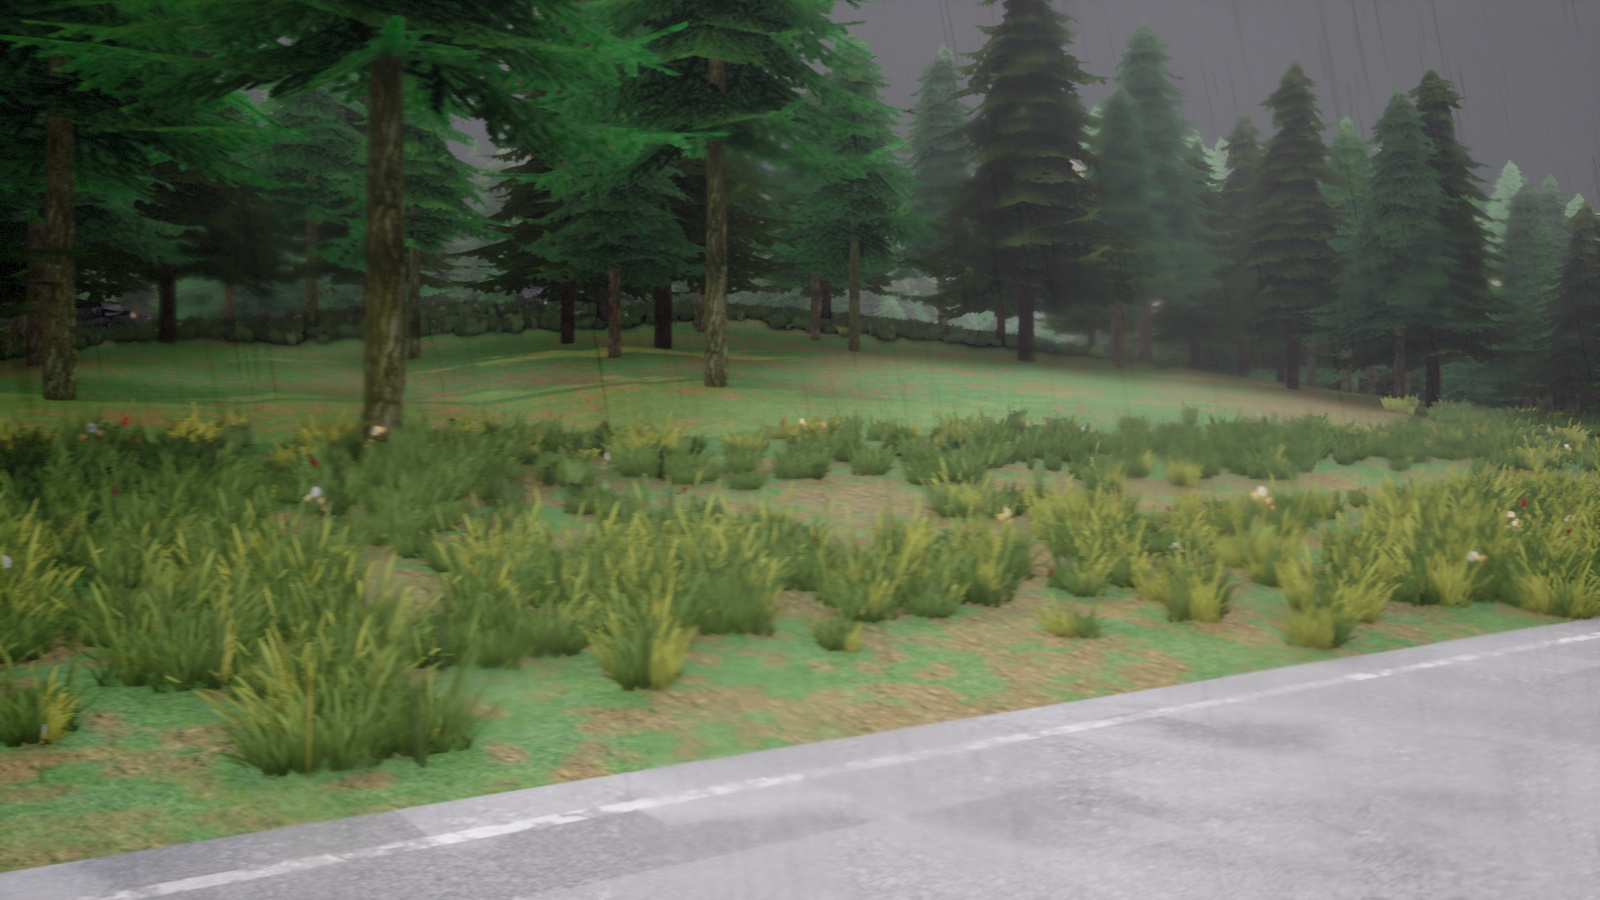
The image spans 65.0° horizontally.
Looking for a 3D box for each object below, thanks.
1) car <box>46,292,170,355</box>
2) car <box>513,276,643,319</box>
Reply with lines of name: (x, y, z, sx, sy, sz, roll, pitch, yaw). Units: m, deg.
car: (-27.164, -4.945, 49.334, 3.866, 1.878, 1.905, -5, -1, 13)
car: (-8.972, -6.151, 50.685, 4.892, 1.490, 1.837, -3, 1, -18)
